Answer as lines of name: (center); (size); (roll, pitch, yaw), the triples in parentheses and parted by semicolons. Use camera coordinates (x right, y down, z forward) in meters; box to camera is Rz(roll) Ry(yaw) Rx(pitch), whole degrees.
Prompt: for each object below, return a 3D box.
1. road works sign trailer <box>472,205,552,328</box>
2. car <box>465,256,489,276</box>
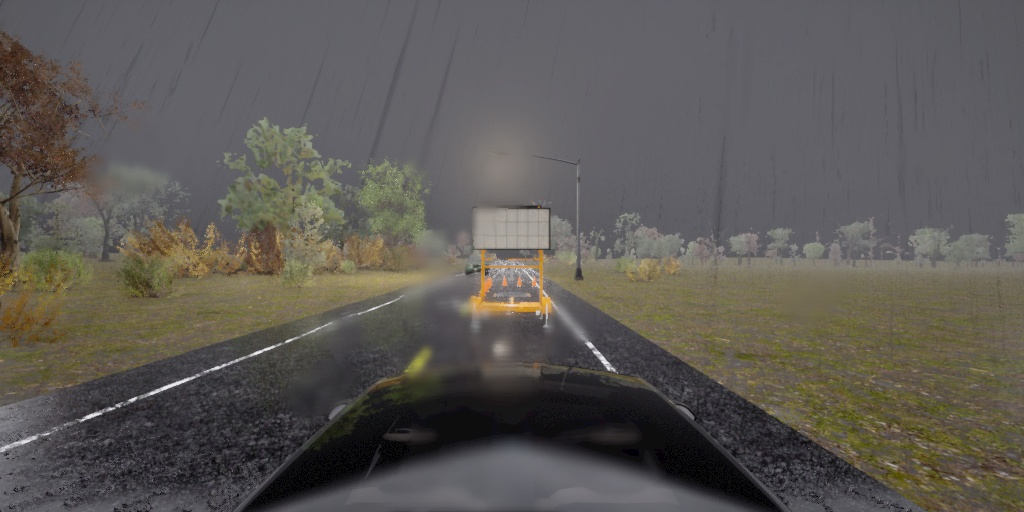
road works sign trailer: (0.001, 0.216, 11.340); (2.380, 3.560, 2.880); (0, 0, 0)
car: (-3.598, 0.987, 37.954); (2.150, 2.045, 5.566); (0, 0, 0)
